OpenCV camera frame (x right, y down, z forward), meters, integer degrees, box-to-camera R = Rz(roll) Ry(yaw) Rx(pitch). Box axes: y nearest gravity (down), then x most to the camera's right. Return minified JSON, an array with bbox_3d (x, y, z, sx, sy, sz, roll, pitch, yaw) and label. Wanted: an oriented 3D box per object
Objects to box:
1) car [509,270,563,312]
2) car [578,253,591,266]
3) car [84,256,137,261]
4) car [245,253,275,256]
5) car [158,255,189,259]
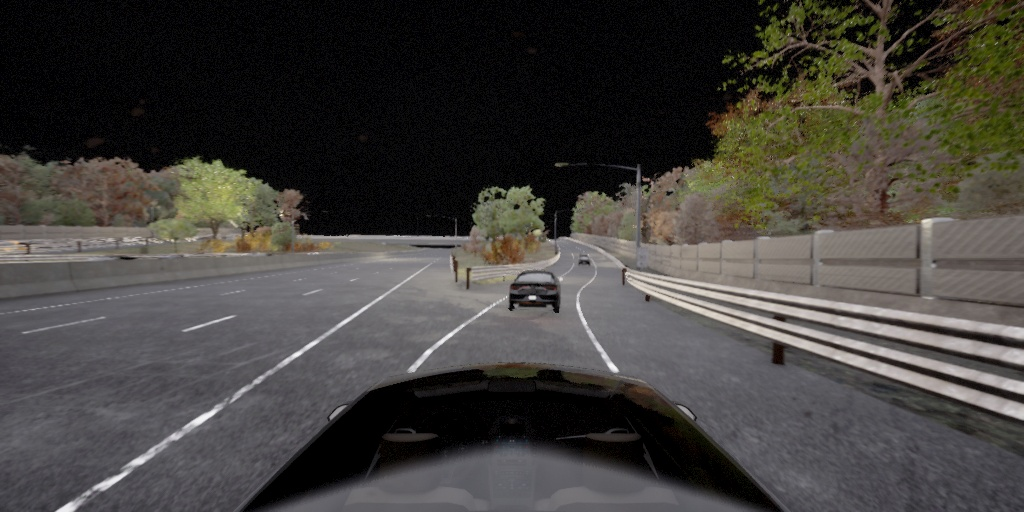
[{"bbox_3d":[1.077,1.313,14.916,1.882,1.535,5.008,0,0,8],"label":"car"},{"bbox_3d":[11.830,0.795,58.693,1.882,1.535,5.008,1,3,11],"label":"car"},{"bbox_3d":[-26.566,0.759,23.538,1.837,1.490,4.892,0,1,-10],"label":"car"},{"bbox_3d":[-29.840,0.476,42.910,1.837,1.490,4.892,0,0,-9],"label":"car"},{"bbox_3d":[-36.166,0.559,38.306,1.994,1.385,4.181,0,1,-9],"label":"car"}]
